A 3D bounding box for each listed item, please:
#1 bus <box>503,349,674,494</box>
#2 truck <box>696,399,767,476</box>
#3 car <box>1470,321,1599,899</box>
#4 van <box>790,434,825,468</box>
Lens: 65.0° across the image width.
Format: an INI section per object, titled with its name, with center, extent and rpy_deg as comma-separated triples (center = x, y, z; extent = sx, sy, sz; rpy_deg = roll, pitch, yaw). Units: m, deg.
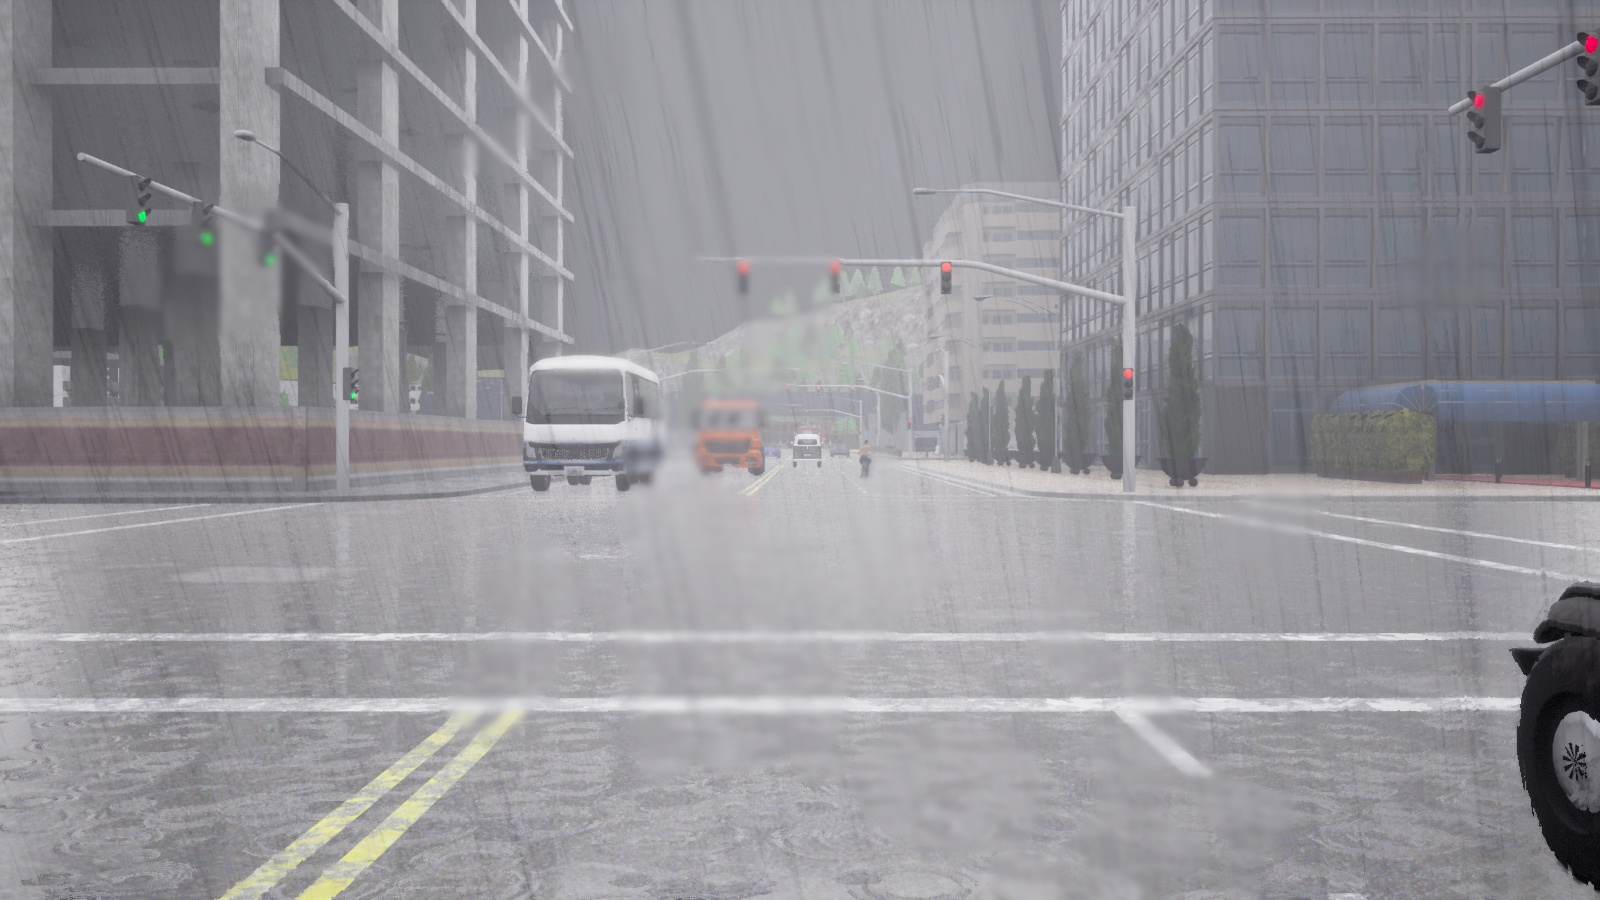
[bus]
center = -6.747, -0.873, 42.103
extent = 3.944, 4.253, 10.273
rpy_deg = 0, 0, 0
[truck]
center = -3.148, -0.576, 59.871
extent = 2.891, 3.462, 7.936
rpy_deg = 0, 0, 0
[car]
center = 3.532, 0.529, 2.910
extent = 1.905, 1.878, 3.866
rpy_deg = 0, 0, 0
[van]
center = 0.452, 0.032, 77.677
extent = 2.069, 2.038, 4.480
rpy_deg = 0, 0, 0
